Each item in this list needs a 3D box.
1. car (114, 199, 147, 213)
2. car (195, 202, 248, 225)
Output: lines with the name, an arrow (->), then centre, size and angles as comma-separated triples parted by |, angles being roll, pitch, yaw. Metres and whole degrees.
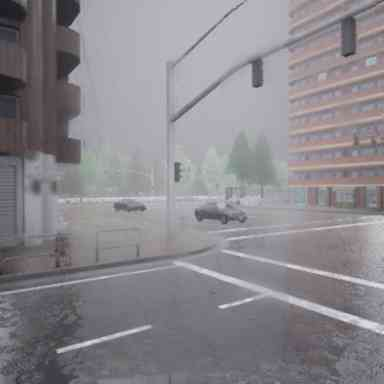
car -> -6.919, 1.467, 36.733 | 2.033, 1.411, 5.357 | 0, 0, -35
car -> 1.962, 1.447, 23.925 | 1.812, 1.442, 4.674 | 0, 0, -34
